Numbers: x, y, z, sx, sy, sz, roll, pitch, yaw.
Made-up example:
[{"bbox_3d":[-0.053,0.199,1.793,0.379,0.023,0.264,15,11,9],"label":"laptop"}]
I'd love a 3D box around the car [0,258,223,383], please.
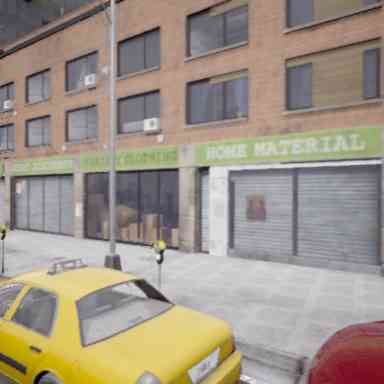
[{"bbox_3d":[-1.770,1.550,4.335,4.829,1.417,1.752,0,0,36],"label":"car"}]

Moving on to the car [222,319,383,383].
[{"bbox_3d":[2.842,1.304,1.044,5.009,1.841,2.192,0,0,36],"label":"car"}]
